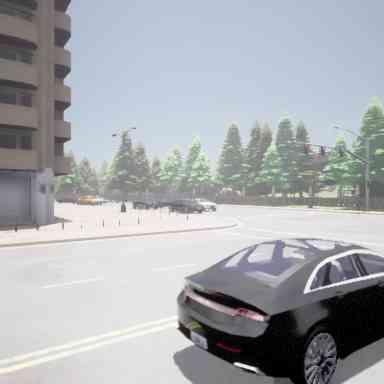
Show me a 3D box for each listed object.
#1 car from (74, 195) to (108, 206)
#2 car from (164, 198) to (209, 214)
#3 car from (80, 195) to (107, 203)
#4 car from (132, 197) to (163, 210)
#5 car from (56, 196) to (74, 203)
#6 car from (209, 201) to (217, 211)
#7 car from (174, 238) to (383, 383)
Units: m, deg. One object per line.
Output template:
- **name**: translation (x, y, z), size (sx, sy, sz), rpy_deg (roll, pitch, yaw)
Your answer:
- **car**: translation (-16.435, 1.422, 54.038), size (5.008, 1.535, 1.882), rpy_deg (0, 0, 35)
- **car**: translation (-0.684, 1.449, 35.207), size (1.837, 1.490, 4.892), rpy_deg (0, 0, -35)
- **car**: translation (-20.007, 1.447, 67.747), size (4.902, 1.511, 2.128), rpy_deg (0, 0, 18)
- **car**: translation (-6.032, 1.449, 42.788), size (1.837, 1.490, 4.892), rpy_deg (0, 0, -36)
- **car**: translation (-24.057, 1.492, 65.558), size (5.357, 1.411, 2.033), rpy_deg (0, 0, 15)
- **car**: translation (0.995, 1.470, 38.913), size (1.812, 1.442, 4.674), rpy_deg (0, 0, -35)
- **car**: translation (2.058, 1.492, 5.251), size (4.902, 1.511, 2.128), rpy_deg (0, 0, -35)
